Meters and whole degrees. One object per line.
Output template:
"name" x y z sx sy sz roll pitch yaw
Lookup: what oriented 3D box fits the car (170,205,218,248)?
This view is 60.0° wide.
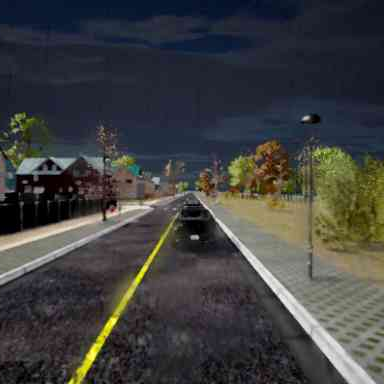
"car" 0.103 1.471 14.581 1.837 1.490 4.892 0 -1 0

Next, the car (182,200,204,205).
"car" 0.106 1.432 30.670 2.128 1.511 4.902 0 0 0
